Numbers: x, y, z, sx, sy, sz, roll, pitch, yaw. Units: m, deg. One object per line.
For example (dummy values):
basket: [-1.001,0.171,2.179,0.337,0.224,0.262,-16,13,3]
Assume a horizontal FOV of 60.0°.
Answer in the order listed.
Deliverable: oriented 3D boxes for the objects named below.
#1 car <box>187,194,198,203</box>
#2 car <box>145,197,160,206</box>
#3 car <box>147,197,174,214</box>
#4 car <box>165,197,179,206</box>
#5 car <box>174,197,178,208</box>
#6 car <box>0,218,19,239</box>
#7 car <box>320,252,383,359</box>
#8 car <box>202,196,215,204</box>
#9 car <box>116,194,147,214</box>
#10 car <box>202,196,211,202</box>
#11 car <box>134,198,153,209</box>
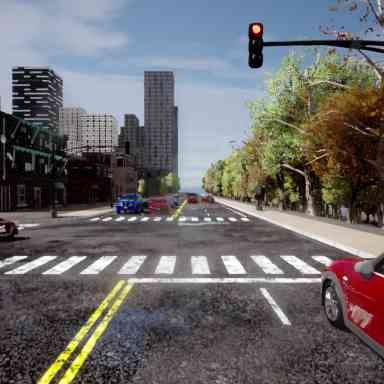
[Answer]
car: [0.131,1.539,65.975,1.994,1.385,4.181,0,0,0]
car: [-6.546,1.544,55.558,1.994,1.385,4.181,0,0,1]
car: [-3.321,1.467,35.531,1.882,1.535,5.008,0,0,0]
car: [-3.299,1.527,56.002,2.033,1.411,5.357,0,0,0]
car: [-3.311,1.532,45.429,2.033,1.411,5.357,0,0,0]
car: [-10.304,1.617,15.811,4.181,1.385,1.994,-2,0,24]
car: [3.350,1.351,4.160,2.097,1.767,4.553,0,0,0]
car: [3.379,1.453,65.332,1.882,1.535,5.008,0,0,0]
car: [-6.568,1.210,35.782,2.150,2.045,5.566,0,0,0]
car: [3.285,1.523,75.475,1.994,1.385,4.181,0,0,0]
car: [-6.563,1.585,45.529,1.895,1.301,4.718,0,0,0]
